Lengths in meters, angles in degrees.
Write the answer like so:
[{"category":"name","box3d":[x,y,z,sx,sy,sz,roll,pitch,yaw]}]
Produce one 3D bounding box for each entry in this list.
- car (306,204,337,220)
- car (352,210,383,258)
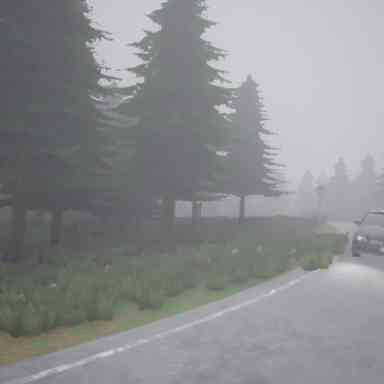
[{"category":"car","box3d":[13.505,2.229,35.860,2.097,1.767,4.553,4,-5,-13]},{"category":"car","box3d":[6.854,1.408,11.778,1.812,1.442,4.674,2,2,30]}]
